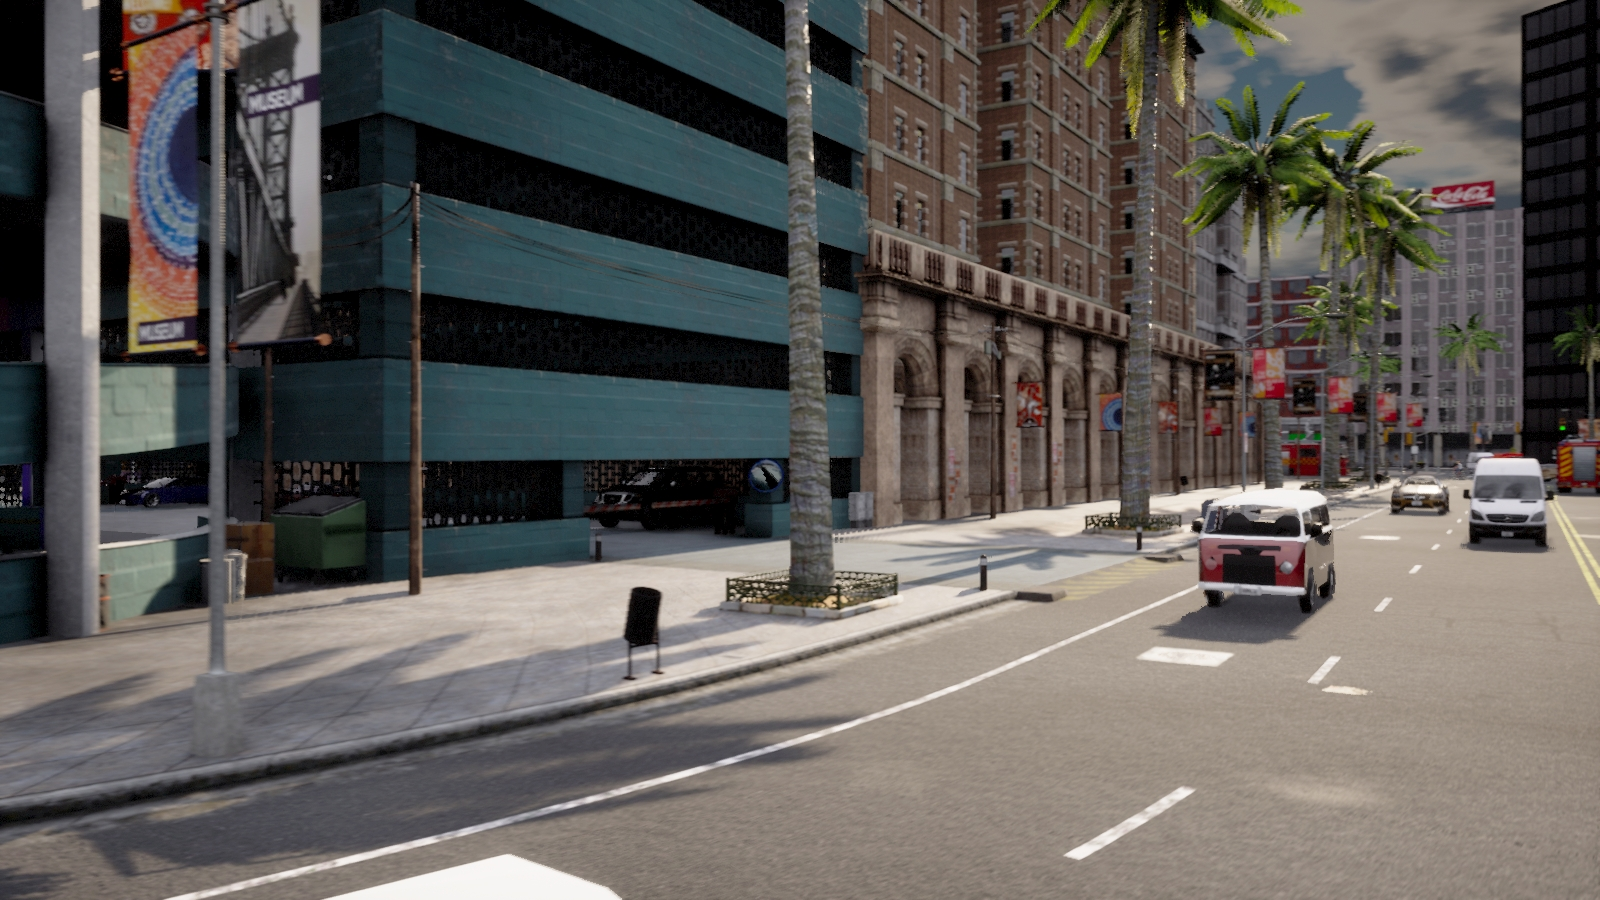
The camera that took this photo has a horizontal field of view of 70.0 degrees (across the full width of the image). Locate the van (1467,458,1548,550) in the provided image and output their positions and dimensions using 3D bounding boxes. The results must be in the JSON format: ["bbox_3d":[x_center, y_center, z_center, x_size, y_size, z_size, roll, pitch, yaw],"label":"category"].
[{"bbox_3d":[21.913,1.545,35.353,1.988,2.561,5.915,0,0,32],"label":"van"}]

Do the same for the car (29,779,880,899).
[{"bbox_3d":[-1.636,2.067,2.629,3.806,1.475,1.970,0,0,-41],"label":"car"}]

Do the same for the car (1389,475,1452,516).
[{"bbox_3d":[27.983,2.009,51.466,2.152,1.651,5.027,0,0,32],"label":"car"}]

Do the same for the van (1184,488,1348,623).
[{"bbox_3d":[8.641,1.791,20.947,2.069,2.038,4.480,0,0,32],"label":"van"}]
